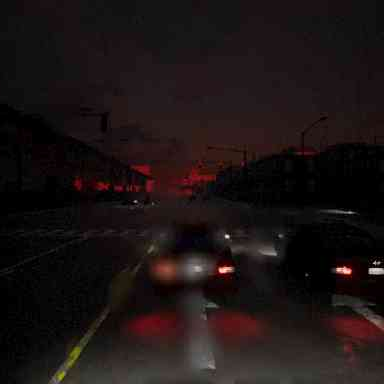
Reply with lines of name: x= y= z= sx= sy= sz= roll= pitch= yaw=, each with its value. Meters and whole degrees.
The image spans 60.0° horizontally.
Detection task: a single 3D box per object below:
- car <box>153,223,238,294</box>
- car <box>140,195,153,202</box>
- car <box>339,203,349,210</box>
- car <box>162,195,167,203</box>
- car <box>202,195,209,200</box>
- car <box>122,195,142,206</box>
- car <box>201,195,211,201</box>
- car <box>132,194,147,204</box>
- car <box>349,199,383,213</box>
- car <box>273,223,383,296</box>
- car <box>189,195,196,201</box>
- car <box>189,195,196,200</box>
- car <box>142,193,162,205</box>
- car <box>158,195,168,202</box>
car: x=0.086 y=1.547 z=8.920 sx=2.033 sy=1.411 sz=5.357 roll=0 pitch=0 yaw=0
car: x=-10.350 y=1.525 z=76.116 sx=2.128 sy=1.511 sz=4.902 roll=0 pitch=0 yaw=0
car: x=20.614 y=1.547 z=39.847 sx=5.357 sy=1.411 sz=2.033 roll=0 pitch=0 yaw=0
car: x=-6.878 y=1.547 z=67.805 sx=2.033 sy=1.411 sz=5.357 roll=0 pitch=0 yaw=0
car: x=3.685 y=1.524 z=93.968 sx=1.812 sy=1.442 sz=4.674 roll=0 pitch=0 yaw=0
car: x=-10.474 y=1.547 z=56.697 sx=2.033 sy=1.411 sz=5.357 roll=0 pitch=0 yaw=0
car: x=3.666 y=1.553 z=84.154 sx=1.994 sy=1.385 sz=4.181 roll=0 pitch=0 yaw=0
car: x=-10.397 y=1.352 z=66.091 sx=2.097 sy=1.767 sz=4.553 roll=0 pitch=0 yaw=1
car: x=20.032 y=1.564 z=36.343 sx=4.181 sy=1.385 sz=1.994 roll=0 pitch=0 yaw=0
car: x=3.578 y=1.547 z=8.814 sx=2.033 sy=1.411 sz=5.357 roll=0 pitch=0 yaw=2
car: x=0.164 y=1.540 z=83.204 sx=2.033 sy=1.411 sz=5.357 roll=0 pitch=0 yaw=0
car: x=0.184 y=1.500 z=93.713 sx=1.837 sy=1.490 sz=4.892 roll=0 pitch=0 yaw=0
car: x=-6.974 y=1.221 z=57.564 sx=2.150 sy=2.045 sz=5.566 roll=0 pitch=0 yaw=0
car: x=-6.846 y=1.500 z=78.069 sx=1.837 sy=1.490 sz=4.892 roll=0 pitch=0 yaw=0
